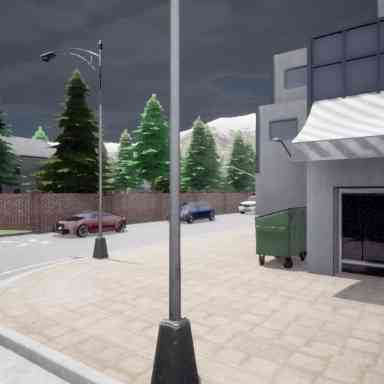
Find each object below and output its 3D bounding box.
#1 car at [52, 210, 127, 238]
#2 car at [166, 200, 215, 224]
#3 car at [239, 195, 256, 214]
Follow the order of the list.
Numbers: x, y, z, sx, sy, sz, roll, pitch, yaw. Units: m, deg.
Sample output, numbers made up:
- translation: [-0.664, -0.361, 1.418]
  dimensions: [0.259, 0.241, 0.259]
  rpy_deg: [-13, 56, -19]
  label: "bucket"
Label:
- translation: [-5.827, 1.740, 19.270]
  dimensions: [1.994, 1.385, 4.181]
  rpy_deg: [0, 0, 37]
  label: "car"
- translation: [-0.040, 1.528, 27.085]
  dimensions: [2.097, 1.767, 4.553]
  rpy_deg: [0, 0, 37]
  label: "car"
- translation: [7.301, 1.395, 36.969]
  dimensions: [2.150, 2.045, 5.566]
  rpy_deg: [0, 0, 37]
  label: "car"
